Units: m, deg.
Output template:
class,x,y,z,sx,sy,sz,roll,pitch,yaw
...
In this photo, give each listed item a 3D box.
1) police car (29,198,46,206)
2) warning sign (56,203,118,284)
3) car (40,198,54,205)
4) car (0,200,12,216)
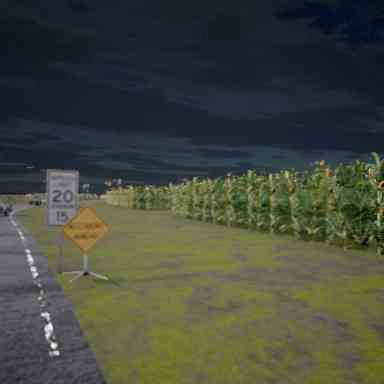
class,x,y,z,sx,sy,sz,roll,pitch,yaw
police car,-33.122,2.087,70.561,1.930,1.638,5.238,2,-1,-13
warning sign,-2.698,1.236,8.499,1.300,1.860,1.060,2,-1,-28
car,-35.036,2.247,80.302,1.801,1.575,5.366,2,-1,-9
car,-20.625,1.614,35.236,2.097,1.767,4.553,2,-1,-27
